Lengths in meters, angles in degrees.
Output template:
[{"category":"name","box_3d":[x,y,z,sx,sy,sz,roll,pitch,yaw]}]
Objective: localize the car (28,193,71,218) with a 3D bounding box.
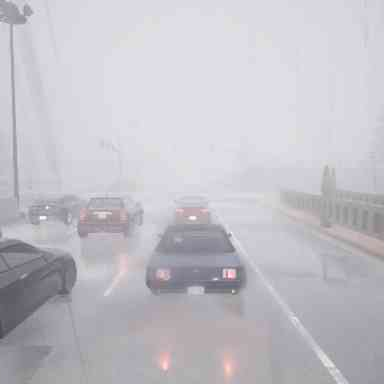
[{"category":"car","box_3d":[-6.981,0.820,17.926,1.837,1.490,4.892,0,3,0]}]

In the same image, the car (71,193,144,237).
[{"category":"car","box_3d":[-3.466,0.841,14.932,2.097,1.767,4.553,0,3,0]}]

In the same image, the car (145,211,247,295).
[{"category":"car","box_3d":[0.069,1.429,8.290,1.895,1.301,4.718,0,2,0]}]

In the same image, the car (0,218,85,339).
[{"category":"car","box_3d":[-3.421,1.449,5.322,1.812,1.442,4.674,0,2,0]}]

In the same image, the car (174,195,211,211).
[{"category":"car","box_3d":[0.023,0.878,17.361,1.812,1.442,4.674,0,3,0]}]
